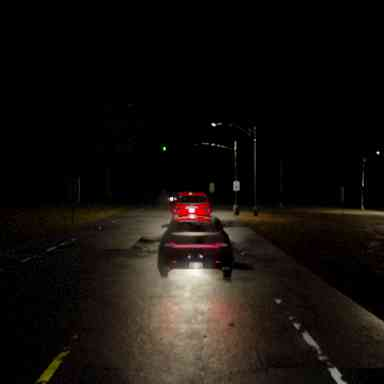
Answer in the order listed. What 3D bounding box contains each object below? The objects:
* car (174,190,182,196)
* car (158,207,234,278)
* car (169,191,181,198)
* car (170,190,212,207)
[{"bbox_3d":[-3.535,0.298,84.720,1.994,1.385,4.181,0,1,0],"label":"car"},{"bbox_3d":[0.094,1.402,9.797,2.128,1.511,4.902,0,0,0],"label":"car"},{"bbox_3d":[-3.529,0.505,69.246,2.128,1.511,4.902,0,1,0],"label":"car"},{"bbox_3d":[-0.008,1.016,19.733,2.150,2.045,5.566,0,1,0],"label":"car"}]
